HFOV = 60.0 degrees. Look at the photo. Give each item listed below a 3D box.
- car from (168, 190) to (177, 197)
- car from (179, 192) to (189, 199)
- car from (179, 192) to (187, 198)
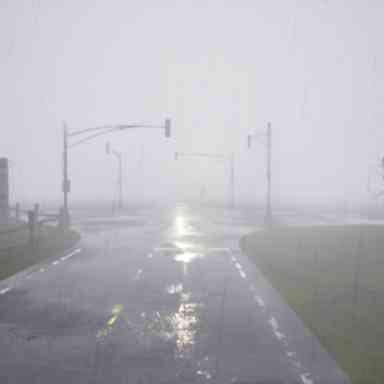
[{"bbox_3d":[-4.831,0.303,82.801,2.097,1.767,4.553,0,0,-3],"label":"car"},{"bbox_3d":[-1.833,0.708,78.718,2.097,1.767,4.553,0,0,-3],"label":"car"},{"bbox_3d":[-2.462,0.797,88.792,1.895,1.301,4.718,0,0,-4],"label":"car"}]
